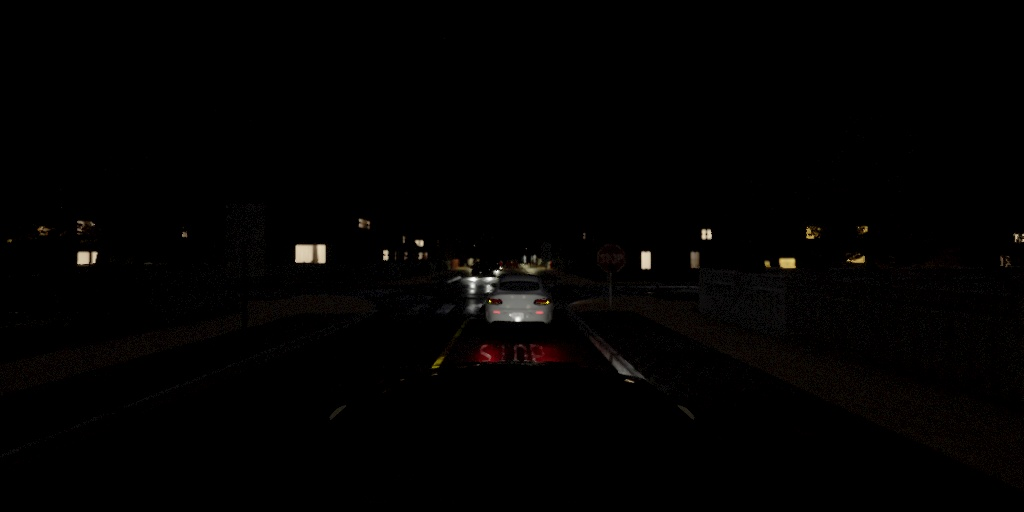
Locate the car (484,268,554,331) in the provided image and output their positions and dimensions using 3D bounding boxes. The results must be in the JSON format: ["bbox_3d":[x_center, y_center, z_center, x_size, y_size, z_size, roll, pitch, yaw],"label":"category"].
[{"bbox_3d":[0.290,1.263,10.918,1.812,1.442,4.674,0,0,4],"label":"car"}]

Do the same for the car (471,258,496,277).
[{"bbox_3d":[-2.862,1.250,35.063,1.837,1.490,4.892,0,0,0],"label":"car"}]

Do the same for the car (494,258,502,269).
[{"bbox_3d":[-2.860,1.130,50.906,2.097,1.767,4.553,0,0,0],"label":"car"}]

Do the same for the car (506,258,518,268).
[{"bbox_3d":[0.023,1.180,62.989,2.097,1.767,4.553,0,0,0],"label":"car"}]
